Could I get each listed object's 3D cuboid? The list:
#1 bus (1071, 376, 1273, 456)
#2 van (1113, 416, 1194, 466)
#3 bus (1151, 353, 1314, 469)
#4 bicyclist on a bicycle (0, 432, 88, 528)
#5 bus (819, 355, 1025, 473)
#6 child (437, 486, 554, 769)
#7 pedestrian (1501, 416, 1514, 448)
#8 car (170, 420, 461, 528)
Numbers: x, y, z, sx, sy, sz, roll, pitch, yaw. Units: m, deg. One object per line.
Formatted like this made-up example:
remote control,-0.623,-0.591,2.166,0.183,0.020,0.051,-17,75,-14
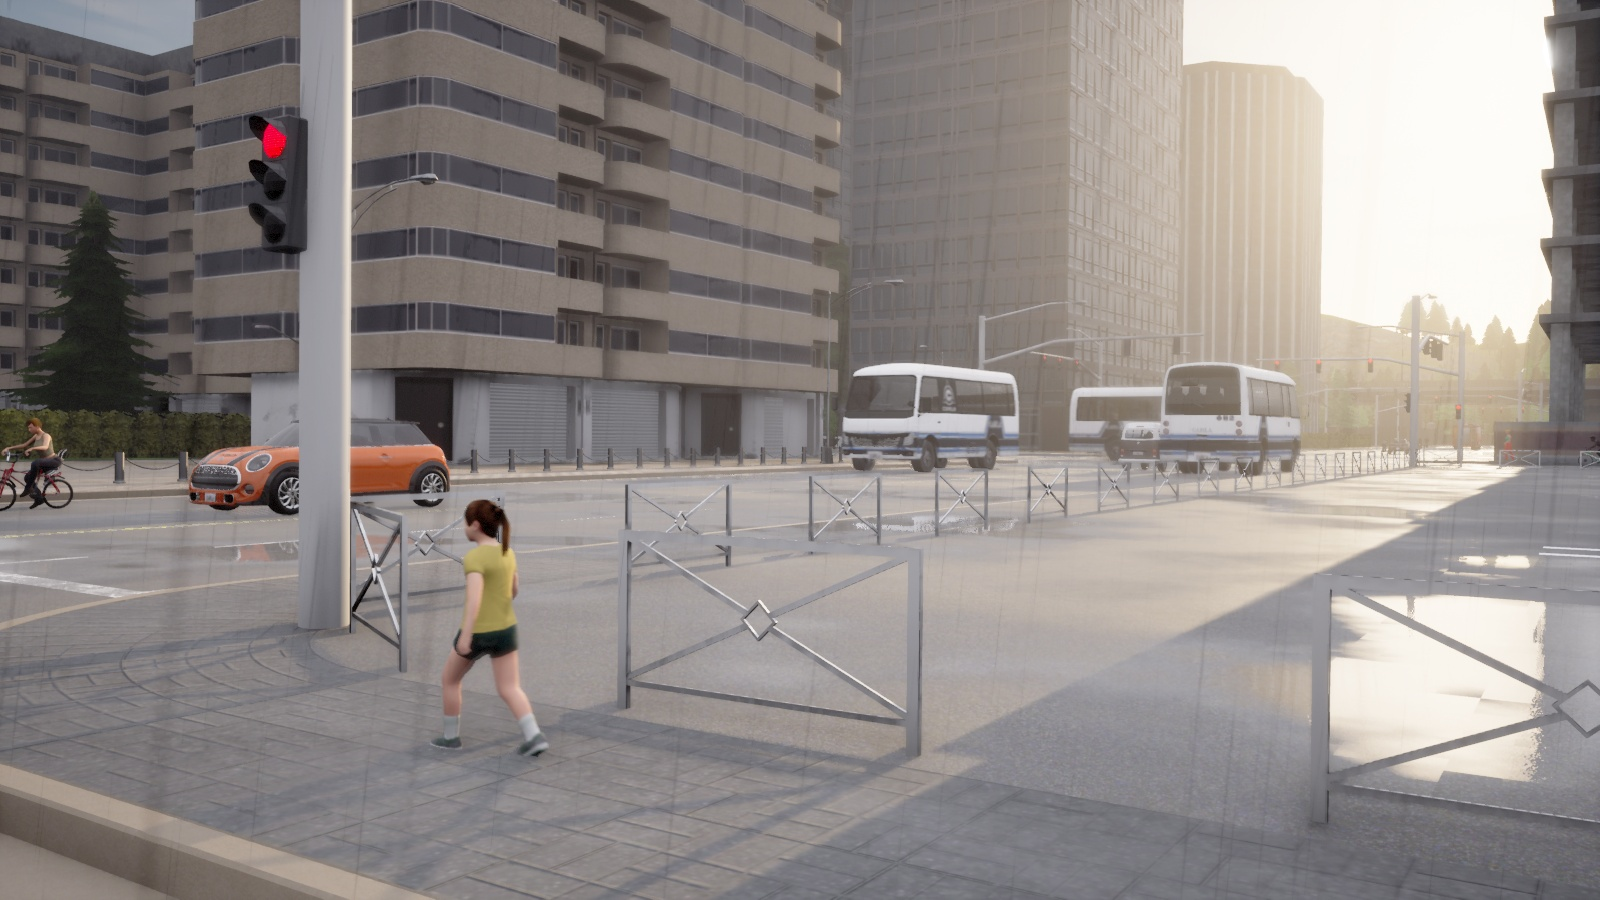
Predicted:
bus,21.017,-1.838,71.226,10.273,4.253,3.944,0,1,32
van,15.001,-0.407,53.198,2.069,2.038,4.480,0,1,33
bus,17.821,-1.504,51.114,3.944,4.253,10.273,0,1,33
bicyclist on a bicycle,-13.460,0.490,21.949,0.866,1.612,1.509,0,1,33
bus,5.216,-1.388,50.944,3.944,4.253,10.273,0,1,33
child,-1.261,0.710,5.195,0.394,1.110,0.255,0,1,32
pedestrian,40.463,-1.017,71.824,0.594,1.836,0.345,-1,1,0
car,-8.683,0.356,22.910,2.097,1.767,4.553,0,1,33
